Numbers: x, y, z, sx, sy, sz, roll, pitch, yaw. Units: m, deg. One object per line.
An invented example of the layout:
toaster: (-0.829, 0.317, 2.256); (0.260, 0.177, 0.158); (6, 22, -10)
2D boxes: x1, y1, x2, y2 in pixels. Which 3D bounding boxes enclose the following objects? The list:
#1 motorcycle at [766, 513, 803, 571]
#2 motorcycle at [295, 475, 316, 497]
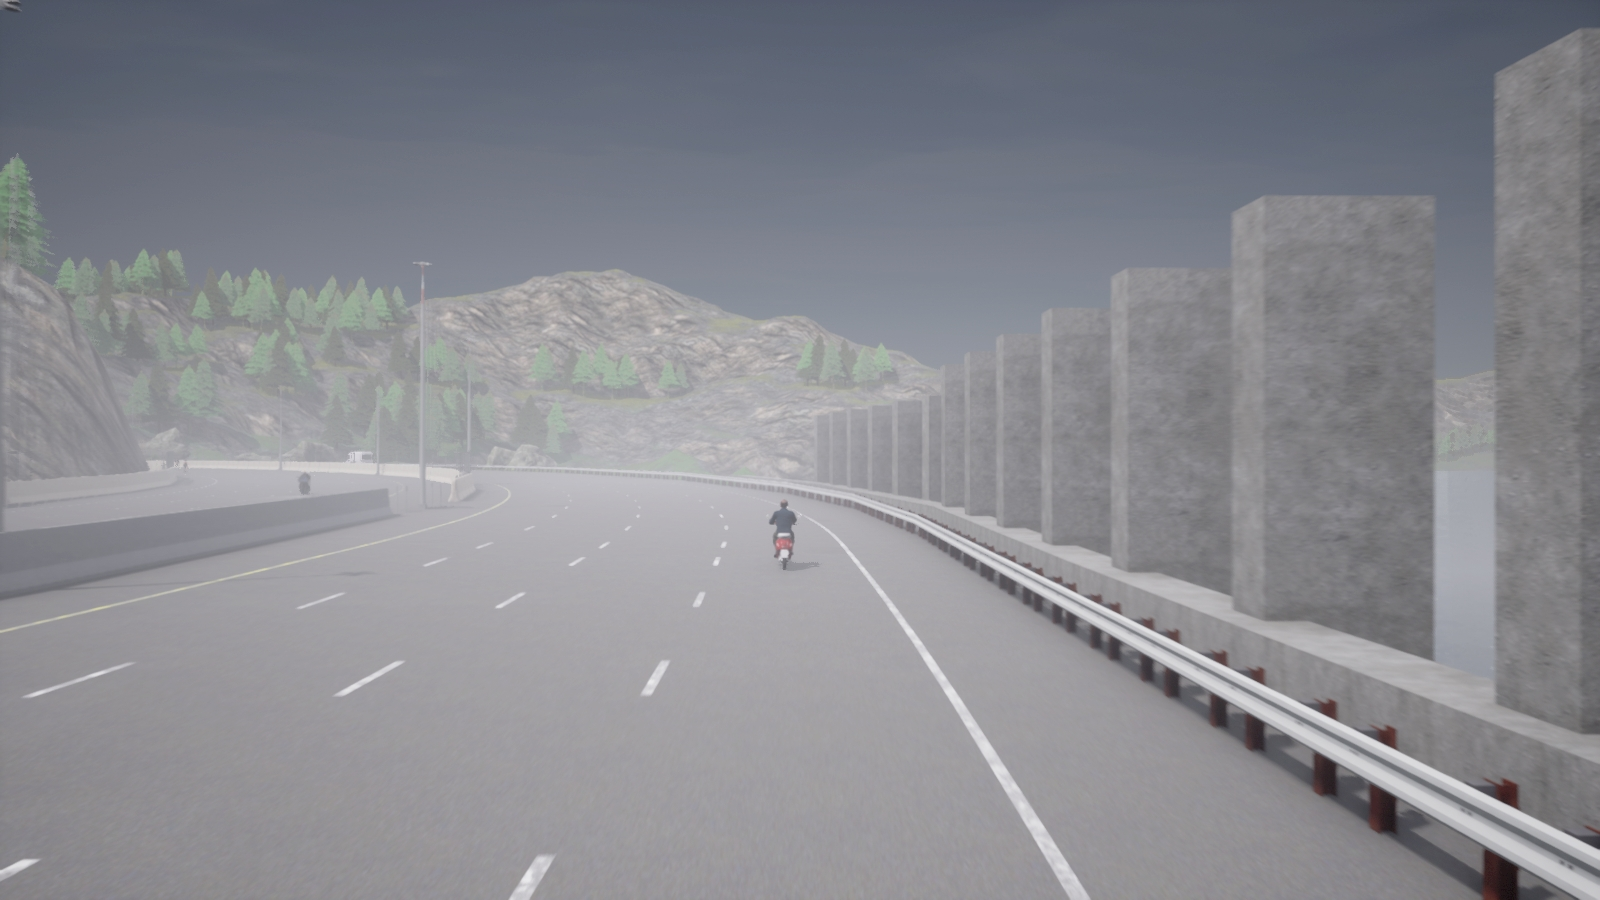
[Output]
motorcycle: (-0.391, 2.175, 27.417); (0.856, 1.236, 1.805); (0, 0, -2)
motorcycle: (-30.358, 2.186, 70.161); (0.867, 1.251, 2.209); (-1, 0, -14)
